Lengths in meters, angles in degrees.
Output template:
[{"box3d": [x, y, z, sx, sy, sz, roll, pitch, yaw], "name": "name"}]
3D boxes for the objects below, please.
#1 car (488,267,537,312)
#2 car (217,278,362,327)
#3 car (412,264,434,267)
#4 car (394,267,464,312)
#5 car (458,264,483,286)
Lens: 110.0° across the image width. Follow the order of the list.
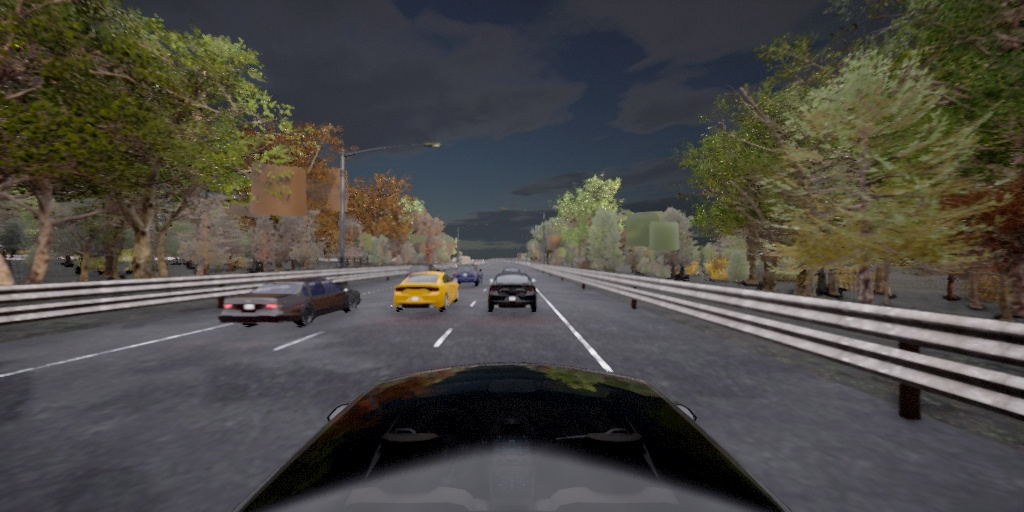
[{"box3d": [0.025, 1.407, 15.394, 1.882, 1.535, 5.008, 0, 0, 0], "name": "car"}, {"box3d": [-6.992, 1.434, 12.070, 2.033, 1.411, 5.357, 0, -1, 0], "name": "car"}, {"box3d": [-7.042, 1.459, 29.163, 2.097, 1.767, 4.553, 0, -1, 0], "name": "car"}, {"box3d": [-3.474, 1.407, 15.375, 1.882, 1.535, 5.008, 0, 0, 0], "name": "car"}, {"box3d": [-3.543, 1.459, 29.180, 2.097, 1.767, 4.553, 0, -1, 0], "name": "car"}]
